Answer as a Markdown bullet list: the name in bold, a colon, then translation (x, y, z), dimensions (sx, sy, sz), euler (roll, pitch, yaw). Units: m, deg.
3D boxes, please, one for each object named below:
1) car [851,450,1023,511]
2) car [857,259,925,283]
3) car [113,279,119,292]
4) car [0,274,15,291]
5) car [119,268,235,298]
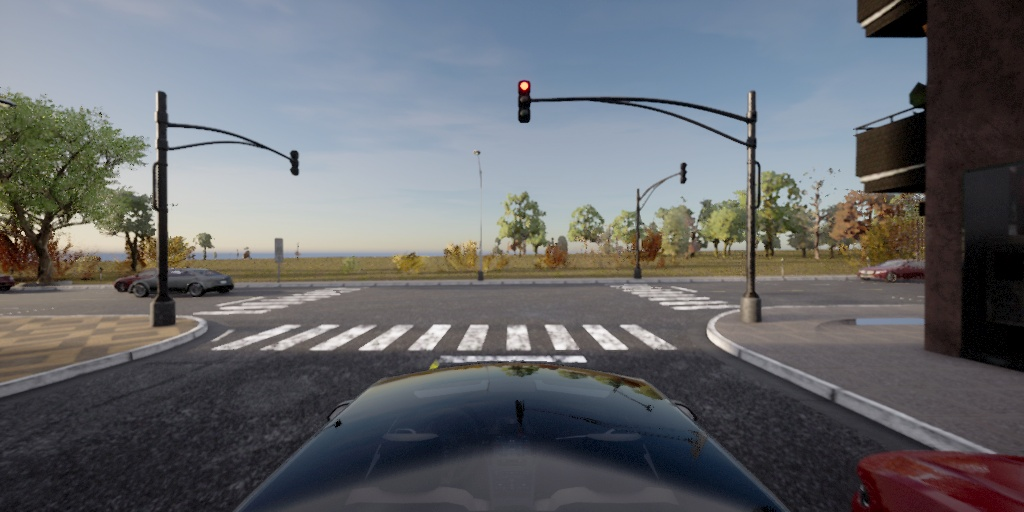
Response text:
- **car**: translation (2.695, 1.313, 0.116), dimensions (1.888, 1.381, 4.507), euler (0, 0, 0)
- **car**: translation (22.944, 0.846, 21.165), dimensions (4.207, 1.307, 1.802), euler (0, 0, 0)
- **car**: translation (-20.563, 1.360, 20.948), dimensions (4.207, 1.307, 1.802), euler (0, 0, 0)
- **car**: translation (-31.646, 1.493, 20.823), dimensions (4.207, 1.307, 1.802), euler (0, 0, 0)
- **car**: translation (-16.723, 1.318, 18.279), dimensions (4.181, 1.385, 1.994), euler (-1, 0, 0)
